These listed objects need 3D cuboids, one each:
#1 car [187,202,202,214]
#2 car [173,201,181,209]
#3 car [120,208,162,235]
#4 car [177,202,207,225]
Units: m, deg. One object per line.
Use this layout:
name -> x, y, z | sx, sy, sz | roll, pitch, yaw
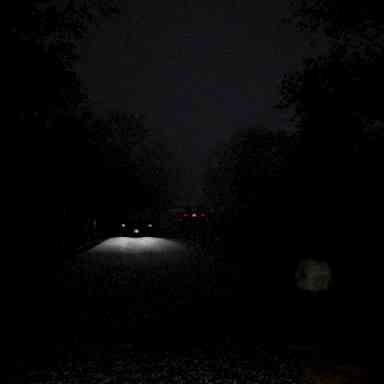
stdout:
car -> 0.268, 1.973, 43.050 | 1.812, 1.442, 4.674 | 0, -1, 0
car -> -2.491, 2.439, 61.306 | 2.033, 1.411, 5.357 | 0, -1, 1
car -> -2.816, 1.635, 19.563 | 2.033, 1.411, 5.357 | 0, -1, 0
car -> 0.156, 1.701, 25.585 | 2.033, 1.411, 5.357 | 0, -1, 0
